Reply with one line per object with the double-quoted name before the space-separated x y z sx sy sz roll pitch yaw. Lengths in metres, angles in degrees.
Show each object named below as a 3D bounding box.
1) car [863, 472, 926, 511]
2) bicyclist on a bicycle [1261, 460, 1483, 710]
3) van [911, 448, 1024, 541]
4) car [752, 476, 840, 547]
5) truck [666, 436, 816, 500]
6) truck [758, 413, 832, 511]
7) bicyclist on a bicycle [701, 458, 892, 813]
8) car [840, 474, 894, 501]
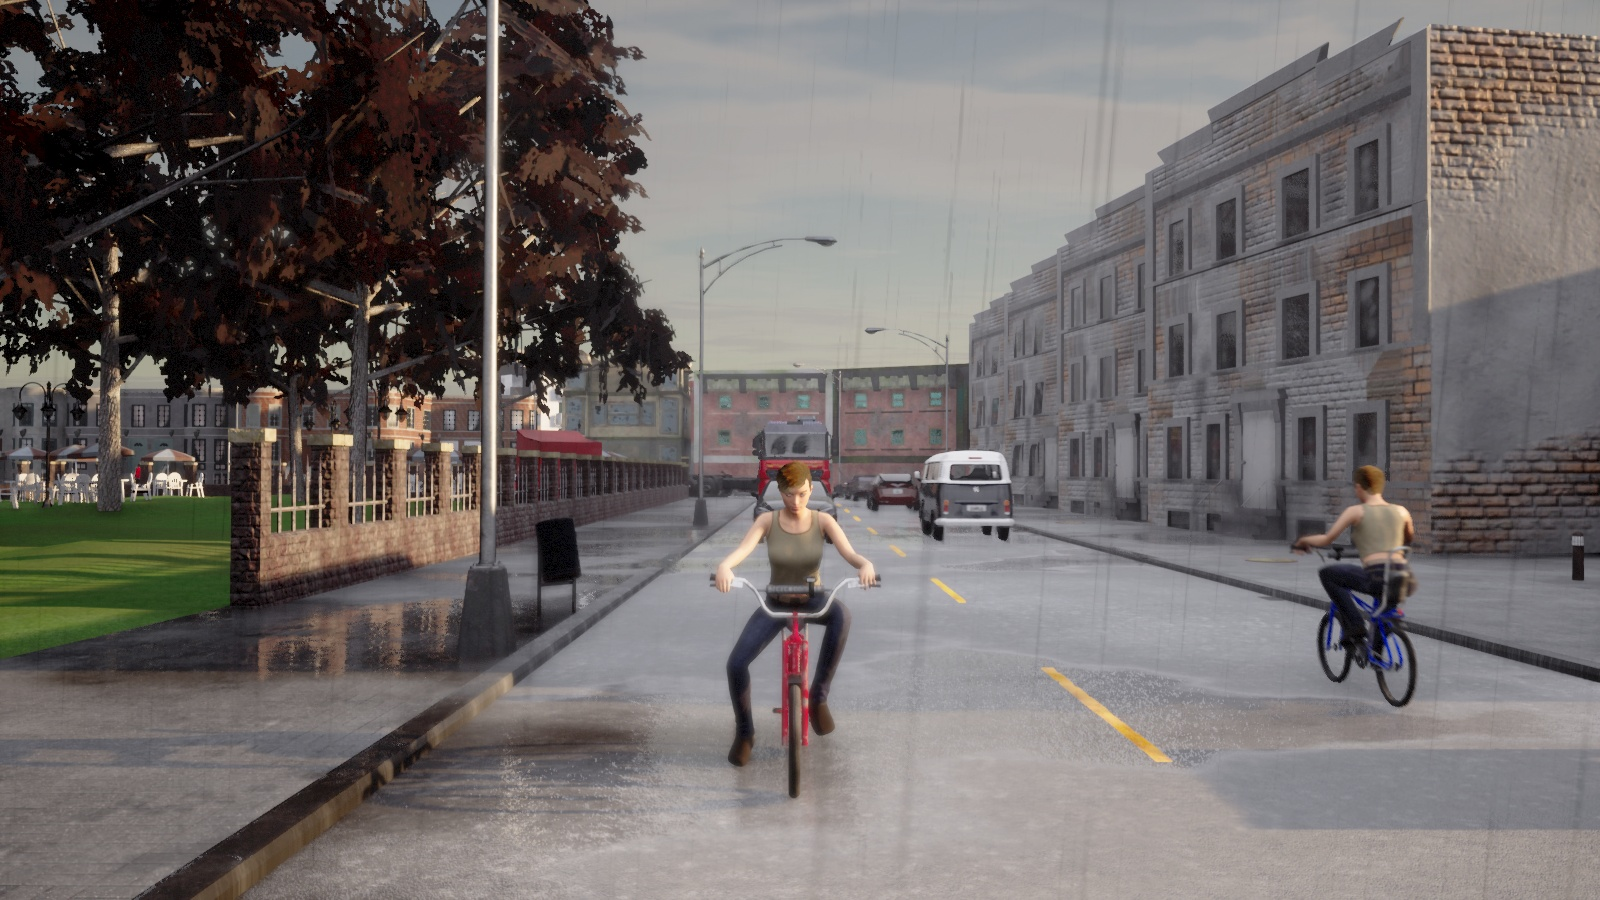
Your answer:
"car" 3.810 1.661 51.304 2.163 1.488 4.792 0 -1 0
"bicyclist on a bicycle" 3.969 0.884 8.867 0.866 1.612 1.509 0 -1 0
"van" 3.899 1.026 29.957 2.069 2.038 4.480 0 -1 0
"car" -0.093 1.317 28.349 1.812 1.442 4.674 0 -1 0
"truck" -3.325 1.034 70.626 7.936 3.462 2.891 -1 -1 19
"truck" -0.175 0.547 53.355 2.891 3.827 8.468 0 -1 0
"bicyclist on a bicycle" -0.018 0.860 6.486 0.866 1.612 1.509 0 -1 0
"car" 3.513 1.978 67.197 2.033 1.411 5.357 0 -1 -6
